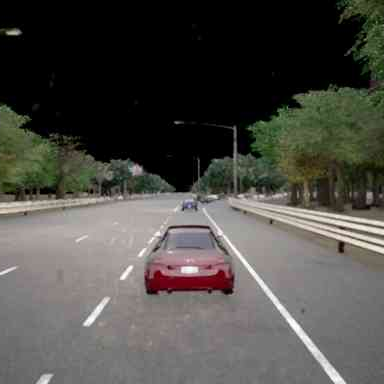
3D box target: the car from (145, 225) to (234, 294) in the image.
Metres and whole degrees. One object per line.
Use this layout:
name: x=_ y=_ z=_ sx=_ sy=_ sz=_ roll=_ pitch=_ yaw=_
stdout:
car: x=-0.069 y=1.559 z=8.799 sx=1.994 sy=1.385 sz=4.181 roll=0 pitch=0 yaw=-1

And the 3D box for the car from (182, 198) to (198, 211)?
car: x=-0.231 y=1.499 z=40.714 sx=1.812 sy=1.442 sz=4.674 roll=0 pitch=0 yaw=1

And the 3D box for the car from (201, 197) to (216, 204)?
car: x=3.216 y=1.521 z=63.251 sx=1.895 sy=1.301 sz=4.718 roll=0 pitch=0 yaw=17
